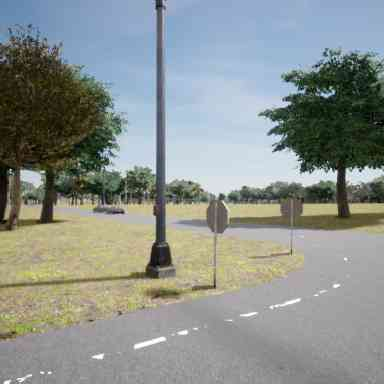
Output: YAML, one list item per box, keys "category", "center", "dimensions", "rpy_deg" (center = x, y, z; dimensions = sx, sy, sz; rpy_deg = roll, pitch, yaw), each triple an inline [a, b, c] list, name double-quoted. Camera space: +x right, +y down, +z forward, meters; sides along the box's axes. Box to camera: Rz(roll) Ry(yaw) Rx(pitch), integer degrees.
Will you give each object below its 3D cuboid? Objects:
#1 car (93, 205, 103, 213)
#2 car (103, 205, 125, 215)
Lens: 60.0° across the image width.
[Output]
- category: "car"
  center: [-16.643, 3.108, 61.223]
  dimensions: [2.033, 1.411, 5.357]
  rpy_deg: [2, -2, -34]
- category: "car"
  center: [-12.791, 3.012, 55.477]
  dimensions: [1.994, 1.385, 4.181]
  rpy_deg: [2, -2, -33]
